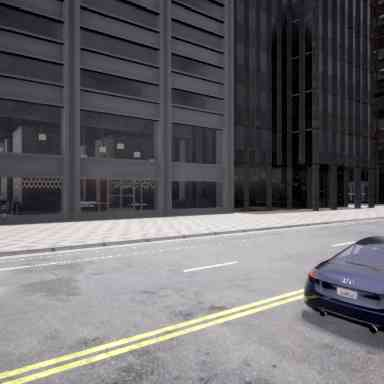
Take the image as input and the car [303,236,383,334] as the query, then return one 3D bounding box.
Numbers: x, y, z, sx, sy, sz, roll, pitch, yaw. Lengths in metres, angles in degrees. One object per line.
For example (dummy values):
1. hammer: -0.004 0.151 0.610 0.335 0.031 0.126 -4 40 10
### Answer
1. car: 4.061 1.563 6.410 4.181 1.385 1.994 0 0 -36
